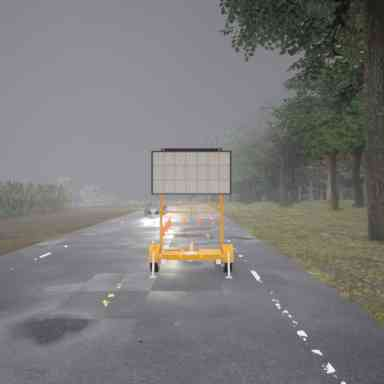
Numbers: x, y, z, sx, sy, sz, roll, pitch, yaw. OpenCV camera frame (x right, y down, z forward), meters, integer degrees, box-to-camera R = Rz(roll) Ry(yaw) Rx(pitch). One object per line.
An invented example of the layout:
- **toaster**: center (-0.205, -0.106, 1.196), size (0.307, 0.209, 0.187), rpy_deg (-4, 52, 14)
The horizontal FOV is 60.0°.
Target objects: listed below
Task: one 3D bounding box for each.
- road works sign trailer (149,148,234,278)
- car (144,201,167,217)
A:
- **road works sign trailer**: center (-0.015, 0.480, 10.139), size (2.380, 3.560, 2.880), rpy_deg (0, 0, 0)
- **car**: center (-3.555, 1.600, 32.659), size (2.128, 1.511, 4.902), rpy_deg (0, 0, 0)
